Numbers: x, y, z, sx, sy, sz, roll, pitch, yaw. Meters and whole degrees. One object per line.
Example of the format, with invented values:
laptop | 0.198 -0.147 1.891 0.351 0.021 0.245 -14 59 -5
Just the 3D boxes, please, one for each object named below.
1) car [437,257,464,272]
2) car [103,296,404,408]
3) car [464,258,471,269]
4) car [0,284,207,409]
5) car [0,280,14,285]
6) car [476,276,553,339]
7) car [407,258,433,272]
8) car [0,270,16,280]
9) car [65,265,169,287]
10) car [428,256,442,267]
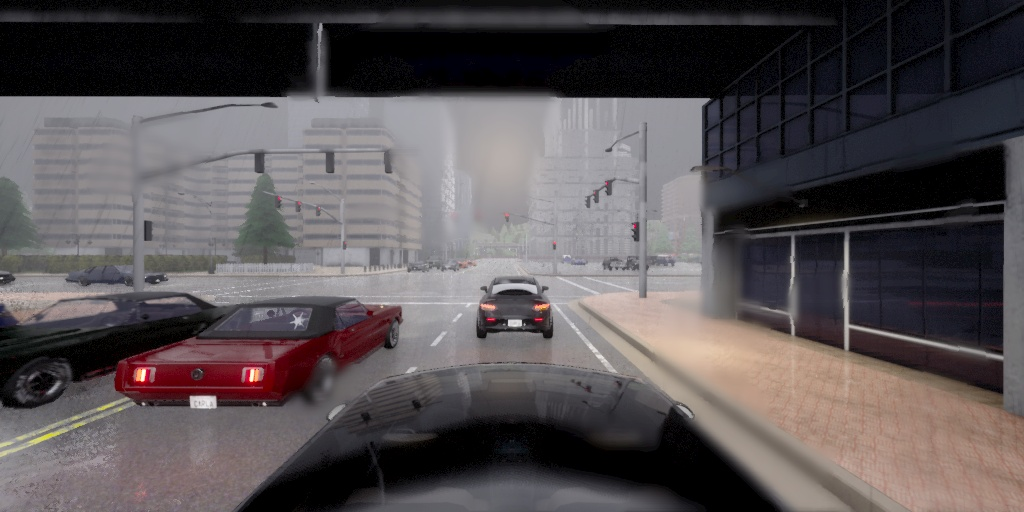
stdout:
car | -8.107 1.241 47.406 2.128 1.511 4.902 0 0 0
car | -3.440 1.351 6.237 1.895 1.301 4.718 0 0 0
car | -8.173 1.102 56.317 2.097 1.767 4.553 0 0 0
car | -7.110 1.351 6.291 1.895 1.301 4.718 0 0 0
car | -10.610 1.276 5.079 1.812 1.442 4.674 0 0 0
car | 0.071 1.276 10.004 1.812 1.442 4.674 0 0 0
car | -11.582 1.314 44.610 1.994 1.385 4.181 0 0 0
car | -36.882 1.255 24.227 4.892 1.490 1.837 0 0 0
car | -26.679 1.297 24.285 5.357 1.411 2.033 0 0 0
car | -11.656 0.971 53.968 2.150 2.045 5.566 0 0 -1
